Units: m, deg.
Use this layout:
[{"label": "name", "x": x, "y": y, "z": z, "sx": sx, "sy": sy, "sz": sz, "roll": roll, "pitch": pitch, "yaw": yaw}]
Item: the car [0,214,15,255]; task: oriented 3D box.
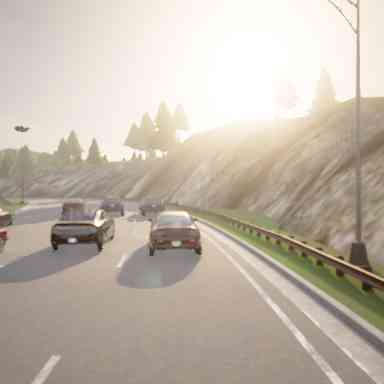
[{"label": "car", "x": -7.424, "y": 1.571, "z": 9.968, "sx": 1.895, "sy": 1.301, "sz": 4.718, "roll": 0, "pitch": 0, "yaw": -5}]

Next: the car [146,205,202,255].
[{"label": "car", "x": -0.720, "y": 1.450, "z": 12.875, "sx": 1.812, "sy": 1.442, "sz": 4.674, "roll": 0, "pitch": 0, "yaw": -6}]

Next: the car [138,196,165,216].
[{"label": "car", "x": -3.767, "y": 1.181, "z": 30.699, "sx": 2.097, "sy": 1.767, "sz": 4.553, "roll": 0, "pitch": 0, "yaw": -13}]

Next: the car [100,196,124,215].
[{"label": "car", "x": -7.506, "y": 1.193, "z": 31.285, "sx": 2.097, "sy": 1.767, "sz": 4.553, "roll": 0, "pitch": 0, "yaw": -14}]

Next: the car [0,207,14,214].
[{"label": "car", "x": -12.262, "y": 1.493, "z": 19.963, "sx": 1.994, "sy": 1.385, "sz": 4.181, "roll": 0, "pitch": 0, "yaw": -10}]

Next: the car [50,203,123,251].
[{"label": "car", "x": -4.311, "y": 1.425, "z": 13.725, "sx": 2.128, "sy": 1.511, "sz": 4.902, "roll": 0, "pitch": 0, "yaw": -6}]

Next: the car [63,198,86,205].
[{"label": "car", "x": -11.280, "y": 1.330, "z": 32.015, "sx": 1.882, "sy": 1.535, "sz": 5.008, "roll": 0, "pitch": 0, "yaw": -14}]
